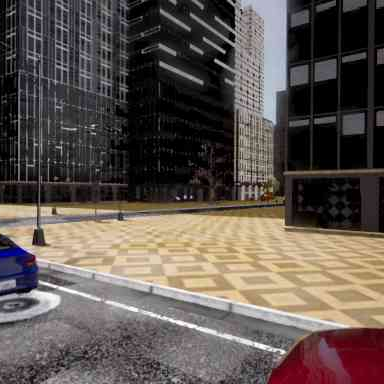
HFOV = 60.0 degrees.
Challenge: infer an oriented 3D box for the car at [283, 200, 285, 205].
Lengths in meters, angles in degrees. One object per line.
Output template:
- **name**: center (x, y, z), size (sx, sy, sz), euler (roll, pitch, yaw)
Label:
- **car**: center (19.024, 1.796, 63.544), size (1.837, 1.490, 4.892), euler (1, 0, 37)

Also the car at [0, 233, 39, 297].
- **car**: center (-5.230, 1.522, 7.424), size (4.674, 1.442, 1.812), euler (0, 0, 36)

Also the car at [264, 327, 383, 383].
- **car**: center (2.452, 1.564, 1.926), size (4.181, 1.385, 1.994), euler (0, 0, 35)
